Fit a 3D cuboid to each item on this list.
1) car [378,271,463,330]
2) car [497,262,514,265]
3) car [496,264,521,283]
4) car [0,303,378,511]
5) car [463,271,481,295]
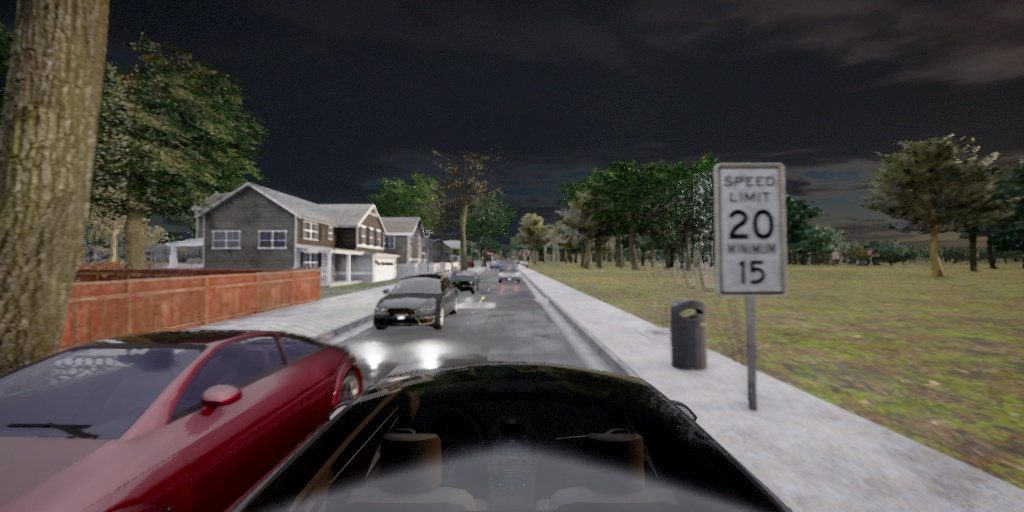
[{"bbox_3d":[-2.918,1.375,11.772,1.837,1.490,4.892,0,-1,-1],"label":"car"},{"bbox_3d":[-0.344,1.540,43.437,2.097,1.767,4.553,0,-1,0],"label":"car"},{"bbox_3d":[-0.209,1.673,32.060,1.895,1.301,4.718,0,-1,0],"label":"car"},{"bbox_3d":[-2.840,1.339,2.817,1.994,1.385,4.181,0,-1,-1],"label":"car"},{"bbox_3d":[-3.005,1.580,22.054,1.895,1.301,4.718,0,-1,0],"label":"car"}]
